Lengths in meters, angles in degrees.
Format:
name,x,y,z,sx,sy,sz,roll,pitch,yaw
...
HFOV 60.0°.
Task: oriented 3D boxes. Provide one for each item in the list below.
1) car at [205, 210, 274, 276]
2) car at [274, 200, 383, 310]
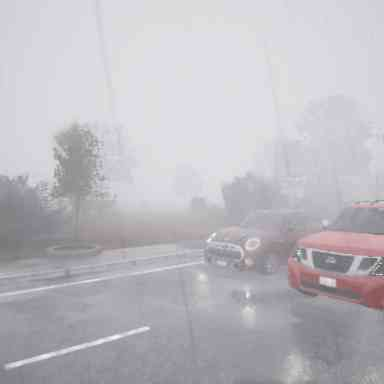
name,x,y,z,sx,sy,sz,roll,pitch,yaw
car,2.553,1.372,10.586,4.553,1.767,2.097,0,0,-40
car,4.536,1.233,7.631,5.566,2.045,2.150,0,0,-39
